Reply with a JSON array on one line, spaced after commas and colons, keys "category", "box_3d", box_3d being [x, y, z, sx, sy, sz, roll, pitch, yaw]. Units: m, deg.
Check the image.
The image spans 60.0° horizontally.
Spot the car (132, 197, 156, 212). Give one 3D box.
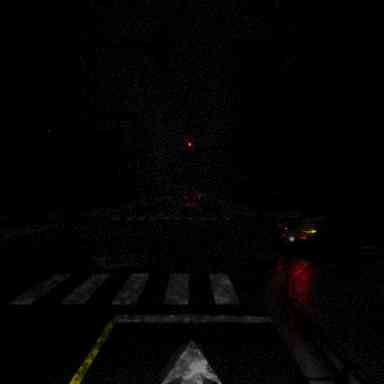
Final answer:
[{"category": "car", "box_3d": [-5.695, 1.445, 38.459, 1.967, 1.590, 4.097, 0, 0, 0]}]

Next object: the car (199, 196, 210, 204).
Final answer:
[{"category": "car", "box_3d": [2.358, 1.587, 66.005, 2.008, 1.369, 4.403, 0, 0, 0]}]

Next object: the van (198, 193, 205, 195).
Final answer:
[{"category": "van", "box_3d": [2.352, 1.369, 60.494, 1.690, 1.788, 3.998, 0, 0, 0]}]

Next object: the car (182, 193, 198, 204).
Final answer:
[{"category": "car", "box_3d": [-0.279, 1.258, 65.630, 2.150, 2.045, 5.566, 0, 0, 0]}]

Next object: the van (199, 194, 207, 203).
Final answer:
[{"category": "van", "box_3d": [2.363, 1.387, 71.515, 1.690, 1.788, 3.998, 0, 0, 0]}]

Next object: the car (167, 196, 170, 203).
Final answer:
[{"category": "car", "box_3d": [-5.672, 1.579, 60.502, 2.008, 1.369, 4.403, 0, 0, 0]}]

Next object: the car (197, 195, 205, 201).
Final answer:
[{"category": "car", "box_3d": [2.381, 1.519, 88.048, 1.967, 1.590, 4.097, 0, 0, 0]}]

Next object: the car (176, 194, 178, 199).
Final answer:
[{"category": "car", "box_3d": [-5.639, 1.635, 93.567, 1.887, 1.381, 4.507, 0, 0, 0]}]

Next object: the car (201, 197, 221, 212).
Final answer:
[{"category": "car", "box_3d": [2.330, 1.571, 38.450, 1.947, 1.339, 4.313, 0, 0, 0]}]

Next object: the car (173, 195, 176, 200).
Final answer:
[{"category": "car", "box_3d": [-5.650, 1.619, 82.545, 2.008, 1.369, 4.403, 0, 0, 0]}]

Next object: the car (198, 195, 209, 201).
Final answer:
[{"category": "car", "box_3d": [2.347, 1.586, 54.983, 1.947, 1.339, 4.313, 0, 0, 0]}]

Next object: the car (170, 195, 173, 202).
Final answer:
[{"category": "car", "box_3d": [-5.661, 1.487, 71.523, 1.967, 1.590, 4.097, 0, 0, 0]}]

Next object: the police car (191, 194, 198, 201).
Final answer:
[{"category": "police car", "box_3d": [0.573, 1.514, 92.530, 1.930, 1.638, 5.238, 0, 0, 0]}]

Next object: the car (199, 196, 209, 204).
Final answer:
[{"category": "car", "box_3d": [2.342, 1.596, 49.473, 1.802, 1.307, 4.206, 0, 0, 0]}]

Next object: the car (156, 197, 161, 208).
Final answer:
[{"category": "car", "box_3d": [-5.689, 1.450, 43.970, 1.967, 1.590, 4.097, 0, 0, 0]}]

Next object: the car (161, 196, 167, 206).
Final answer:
[{"category": "car", "box_3d": [-5.678, 1.603, 54.991, 1.802, 1.307, 4.206, 0, 0, 0]}]

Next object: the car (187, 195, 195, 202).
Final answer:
[{"category": "car", "box_3d": [-0.269, 1.410, 75.985, 1.812, 1.442, 4.674, 0, 0, 0]}]

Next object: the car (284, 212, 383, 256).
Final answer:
[{"category": "car", "box_3d": [5.739, 1.476, 12.756, 4.674, 1.442, 1.812, 0, -1, -21]}]
